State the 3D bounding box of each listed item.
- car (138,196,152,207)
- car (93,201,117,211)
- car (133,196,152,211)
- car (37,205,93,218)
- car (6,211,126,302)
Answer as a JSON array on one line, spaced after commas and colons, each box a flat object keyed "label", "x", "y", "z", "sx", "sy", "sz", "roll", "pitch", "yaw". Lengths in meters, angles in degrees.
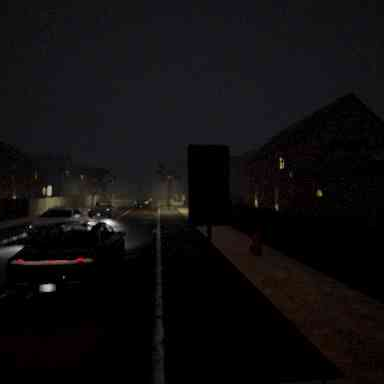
[{"label": "car", "x": -6.831, "y": 1.351, "z": 49.057, "sx": 1.837, "sy": 1.490, "sz": 4.892, "roll": 0, "pitch": 0, "yaw": -5}, {"label": "car", "x": -7.673, "y": 1.503, "z": 28.774, "sx": 1.895, "sy": 1.301, "sz": 4.718, "roll": 0, "pitch": 0, "yaw": -6}, {"label": "car", "x": -5.792, "y": 1.350, "z": 39.039, "sx": 2.128, "sy": 1.511, "sz": 4.902, "roll": 0, "pitch": 0, "yaw": -5}, {"label": "car", "x": -6.452, "y": 1.473, "z": 16.421, "sx": 1.812, "sy": 1.442, "sz": 4.674, "roll": 0, "pitch": 0, "yaw": -6}, {"label": "car", "x": -2.776, "y": 1.458, "z": 8.248, "sx": 2.128, "sy": 1.511, "sz": 4.902, "roll": 0, "pitch": 0, "yaw": -6}]
